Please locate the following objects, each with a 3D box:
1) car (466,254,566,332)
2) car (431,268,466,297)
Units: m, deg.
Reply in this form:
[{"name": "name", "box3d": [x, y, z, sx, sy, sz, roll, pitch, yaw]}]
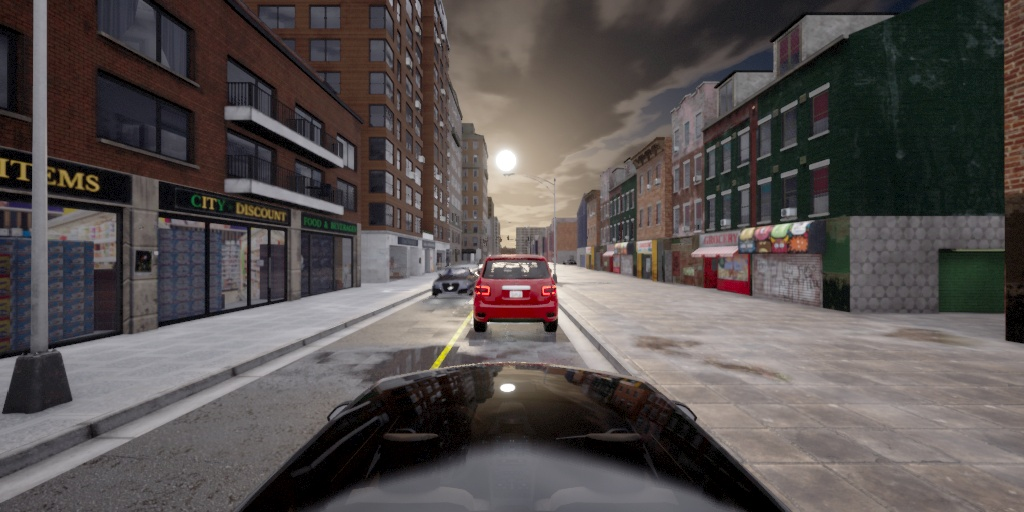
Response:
[{"name": "car", "box3d": [0.090, 0.971, 10.947, 2.150, 2.045, 5.566, 0, 0, 0]}, {"name": "car", "box3d": [-2.873, 1.312, 18.764, 1.994, 1.385, 4.181, 0, 0, 0]}]
